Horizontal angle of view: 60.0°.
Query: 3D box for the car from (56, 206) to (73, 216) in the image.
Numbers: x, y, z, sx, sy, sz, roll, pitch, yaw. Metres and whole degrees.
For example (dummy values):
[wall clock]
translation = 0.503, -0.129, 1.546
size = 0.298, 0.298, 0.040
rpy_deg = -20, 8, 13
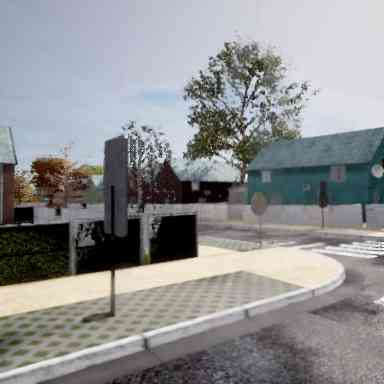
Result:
[car]
translation = -18.179, 2.676, 47.439
size = 1.994, 1.385, 4.181
rpy_deg = 0, -2, -35
